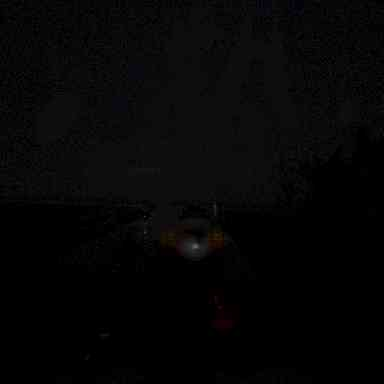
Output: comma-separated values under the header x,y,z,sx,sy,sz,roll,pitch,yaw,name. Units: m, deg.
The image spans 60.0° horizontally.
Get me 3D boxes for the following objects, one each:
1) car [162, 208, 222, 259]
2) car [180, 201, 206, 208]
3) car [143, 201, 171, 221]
x,y,z,sx,sy,sz,roll,pitch,yaw,name
0.090,1.529,12.499,1.812,1.442,4.674,0,0,0,car
0.108,1.520,27.638,1.837,1.490,4.892,0,0,0,car
-2.807,1.519,27.079,1.837,1.490,4.892,0,0,0,car
